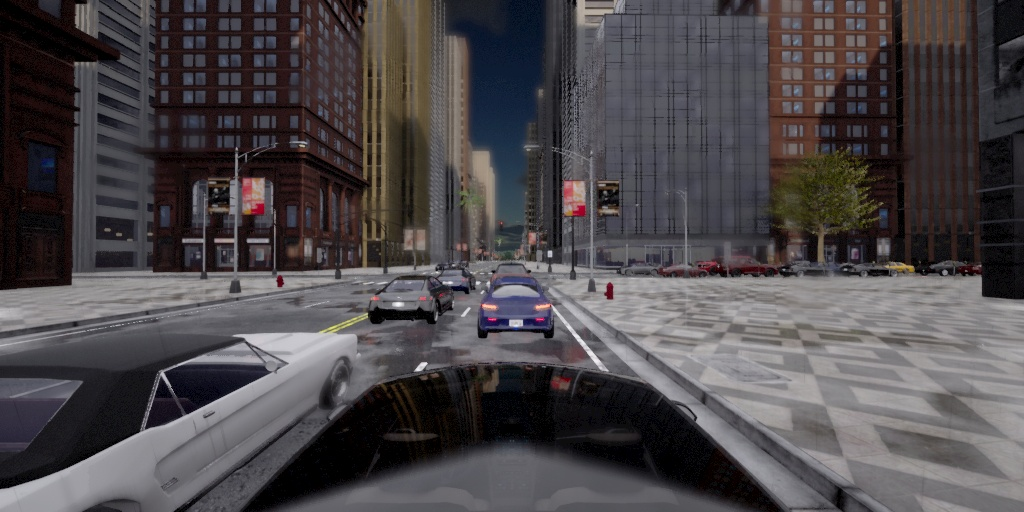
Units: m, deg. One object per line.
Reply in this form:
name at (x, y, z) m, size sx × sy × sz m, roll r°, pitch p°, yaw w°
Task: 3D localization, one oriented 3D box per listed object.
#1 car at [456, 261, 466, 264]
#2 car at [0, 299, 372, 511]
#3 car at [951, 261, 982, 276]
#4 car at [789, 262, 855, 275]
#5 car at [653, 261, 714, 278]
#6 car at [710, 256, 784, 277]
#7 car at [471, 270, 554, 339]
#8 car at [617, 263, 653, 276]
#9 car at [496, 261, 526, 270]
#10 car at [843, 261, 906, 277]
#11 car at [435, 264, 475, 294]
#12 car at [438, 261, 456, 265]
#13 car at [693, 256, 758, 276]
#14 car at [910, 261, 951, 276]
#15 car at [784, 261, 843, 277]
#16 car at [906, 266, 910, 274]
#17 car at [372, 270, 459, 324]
car at (-9.937, 1.545, 63.028) m, size 2.128 × 1.511 × 4.902 m, roll 0°, pitch 0°, yaw 0°
car at (-3.156, 1.351, 3.191) m, size 1.895 × 1.301 × 4.718 m, roll 0°, pitch 0°, yaw 0°
car at (43.445, 1.212, 32.565) m, size 4.507 × 1.381 × 1.888 m, roll 0°, pitch 0°, yaw -1°
car at (32.893, 1.307, 38.146) m, size 5.357 × 1.411 × 2.033 m, roll 0°, pitch -1°, yaw -1°
car at (15.258, 1.326, 32.072) m, size 4.207 × 1.307 × 1.802 m, roll 0°, pitch 0°, yaw -1°
car at (20.896, 1.040, 32.170) m, size 5.009 × 1.841 × 2.192 m, roll 0°, pitch 0°, yaw -1°
car at (0.088, 1.284, 10.027) m, size 1.812 × 1.442 × 4.674 m, roll 0°, pitch 0°, yaw 0°
car at (13.214, 1.384, 37.813) m, size 4.181 × 1.385 × 1.994 m, roll 0°, pitch -1°, yaw -1°
car at (-0.034, 1.135, 19.012) m, size 2.097 × 1.767 × 4.553 m, roll 0°, pitch 0°, yaw 0°
car at (32.170, 1.259, 32.367) m, size 4.313 × 1.339 × 1.948 m, roll 0°, pitch 0°, yaw -1°
car at (-3.187, 1.353, 20.402) m, size 1.994 × 1.385 × 4.181 m, roll 0°, pitch 0°, yaw 0°
car at (-9.941, 1.544, 52.742) m, size 1.994 × 1.385 × 4.181 m, roll 0°, pitch 0°, yaw 0°
car at (22.516, 1.010, 37.977) m, size 5.566 × 2.045 × 2.150 m, roll 0°, pitch -1°, yaw -1°
car at (42.735, 1.204, 35.178) m, size 4.892 × 1.490 × 1.837 m, roll 0°, pitch -1°, yaw -1°
car at (26.533, 1.274, 32.269) m, size 4.313 × 1.339 × 1.948 m, roll 0°, pitch 0°, yaw -1°
car at (43.133, 1.294, 41.085) m, size 4.829 × 1.417 × 1.751 m, roll 0°, pitch 0°, yaw -1°
car at (-3.171, 1.327, 12.014) m, size 1.994 × 1.385 × 4.181 m, roll 0°, pitch 0°, yaw 0°
